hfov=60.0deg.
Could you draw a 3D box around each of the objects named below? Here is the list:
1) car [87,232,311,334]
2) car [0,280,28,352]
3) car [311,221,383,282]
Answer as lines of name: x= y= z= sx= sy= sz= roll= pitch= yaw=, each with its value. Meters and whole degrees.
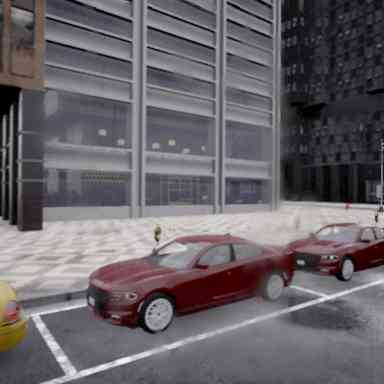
car: x=0.185 y=1.572 z=6.794 sx=4.507 sy=1.381 sz=1.887 roll=0 pitch=0 yaw=-35
car: x=-4.451 y=1.514 z=3.486 sx=4.829 sy=1.417 sz=1.752 roll=0 pitch=0 yaw=-35
car: x=4.683 y=1.609 z=10.002 sx=4.507 sy=1.381 sz=1.887 roll=0 pitch=0 yaw=-35
